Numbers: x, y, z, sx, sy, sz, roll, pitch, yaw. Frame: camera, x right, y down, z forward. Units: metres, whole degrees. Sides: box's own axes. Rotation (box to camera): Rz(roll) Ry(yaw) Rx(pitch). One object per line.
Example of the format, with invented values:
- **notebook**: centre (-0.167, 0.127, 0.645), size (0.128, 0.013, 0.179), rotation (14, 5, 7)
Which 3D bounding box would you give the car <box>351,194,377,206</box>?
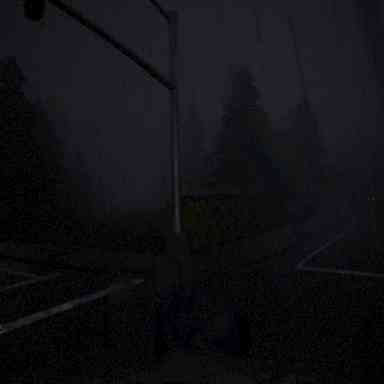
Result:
- **car**: centre (22.231, 1.001, 43.076), size (1.837, 1.490, 4.892), rotation (-1, 0, 6)
